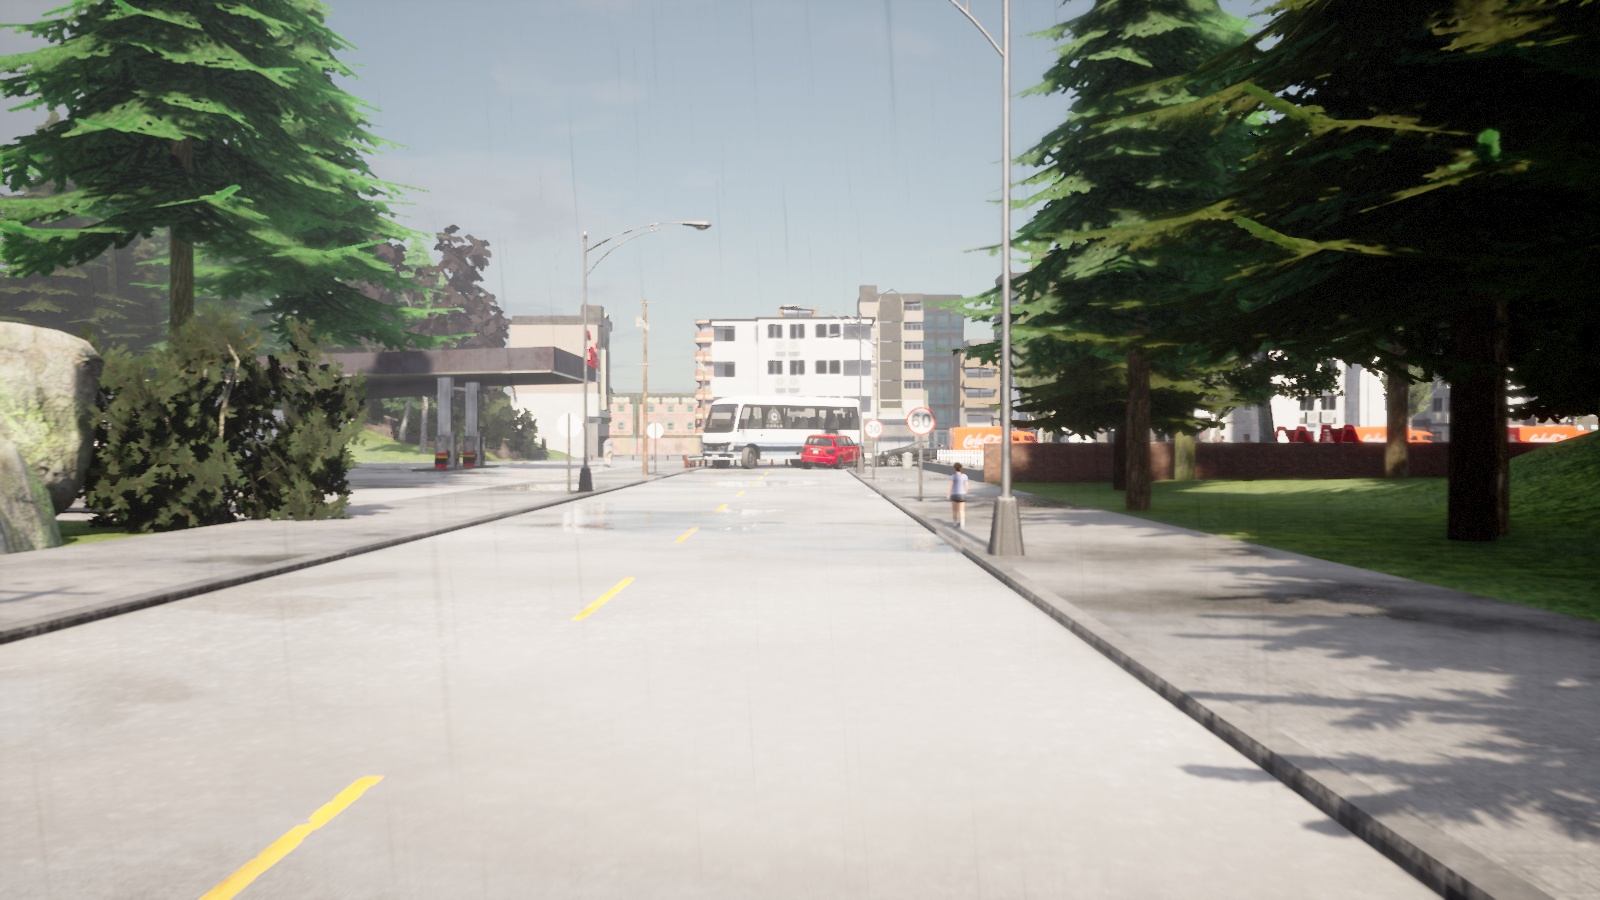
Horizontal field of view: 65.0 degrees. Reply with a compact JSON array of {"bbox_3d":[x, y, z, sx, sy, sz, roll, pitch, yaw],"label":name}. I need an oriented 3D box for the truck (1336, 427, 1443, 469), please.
[{"bbox_3d":[35.430,-0.138,75.564,5.204,2.467,2.627,0,0,0],"label":"truck"}]

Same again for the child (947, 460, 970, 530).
[{"bbox_3d":[2.561,0.724,20.262,0.255,1.110,0.394,0,0,-12],"label":"child"}]

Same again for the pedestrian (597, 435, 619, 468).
[{"bbox_3d":[-10.870,0.057,71.000,0.874,1.855,0.900,0,0,-42],"label":"pedestrian"}]

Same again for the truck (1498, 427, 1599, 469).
[{"bbox_3d":[45.280,-0.129,75.502,5.204,2.467,2.627,0,0,0],"label":"truck"}]

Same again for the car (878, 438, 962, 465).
[{"bbox_3d":[7.552,0.084,79.566,5.027,1.651,2.152,0,0,-3],"label":"car"}]

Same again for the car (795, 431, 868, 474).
[{"bbox_3d":[1.843,0.095,71.705,2.150,2.045,5.566,5,4,23],"label":"car"}]

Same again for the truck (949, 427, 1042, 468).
[{"bbox_3d":[11.730,-0.157,75.746,5.204,2.467,2.627,0,0,-1],"label":"truck"}]

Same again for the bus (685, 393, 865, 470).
[{"bbox_3d":[-1.344,-1.051,73.986,10.273,4.253,3.944,0,0,-38],"label":"bus"}]
